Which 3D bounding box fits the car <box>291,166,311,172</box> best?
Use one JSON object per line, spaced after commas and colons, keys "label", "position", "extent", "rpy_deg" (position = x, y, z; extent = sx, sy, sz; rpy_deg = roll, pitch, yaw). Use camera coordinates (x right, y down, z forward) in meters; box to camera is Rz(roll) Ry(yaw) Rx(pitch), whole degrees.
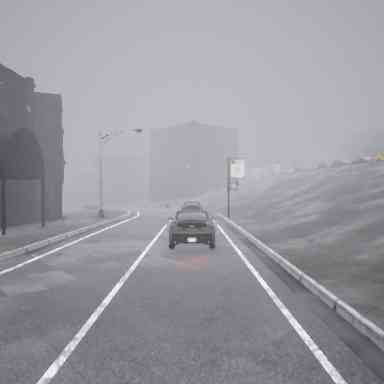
{"label": "car", "position": [21.495, -4.297, 64.364], "extent": [2.185, 1.767, 4.553], "rpy_deg": [0, 1, -1]}

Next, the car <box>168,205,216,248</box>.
{"label": "car", "position": [0.000, 1.512, 14.600], "extent": [1.837, 1.490, 4.892], "rpy_deg": [0, 0, 0]}

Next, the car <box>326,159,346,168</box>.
{"label": "car", "position": [21.861, -3.962, 47.909], "extent": [2.231, 1.521, 4.892], "rpy_deg": [0, 1, -1]}

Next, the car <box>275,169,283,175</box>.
{"label": "car", "position": [21.252, -4.427, 75.530], "extent": [2.185, 1.767, 4.553], "rpy_deg": [0, 1, -1]}

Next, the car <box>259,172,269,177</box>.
{"label": "car", "position": [20.891, -4.469, 92.064], "extent": [2.231, 1.521, 4.892], "rpy_deg": [0, 1, -1]}

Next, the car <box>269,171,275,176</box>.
{"label": "car", "position": [21.132, -4.487, 81.049], "extent": [2.185, 1.767, 4.553], "rpy_deg": [0, 1, -1]}

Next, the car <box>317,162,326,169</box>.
{"label": "car", "position": [21.733, -4.041, 53.427], "extent": [2.231, 1.521, 4.892], "rpy_deg": [0, 1, -1]}

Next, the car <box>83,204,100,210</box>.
{"label": "car", "position": [-20.772, 3.103, 69.623], "extent": [4.718, 1.301, 1.895], "rpy_deg": [-4, -2, 45]}

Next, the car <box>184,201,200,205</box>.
{"label": "car", "position": [-0.014, 1.610, 29.648], "extent": [1.837, 1.490, 4.892], "rpy_deg": [0, -1, -1]}

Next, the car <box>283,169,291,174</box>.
{"label": "car", "position": [21.375, -4.195, 69.857], "extent": [2.002, 1.452, 4.674], "rpy_deg": [0, 1, -1]}

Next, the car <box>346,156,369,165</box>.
{"label": "car", "position": [22.095, -3.826, 42.367], "extent": [2.002, 1.452, 4.674], "rpy_deg": [0, 1, -2]}

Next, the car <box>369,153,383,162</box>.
{"label": "car", "position": [22.447, -3.765, 36.831], "extent": [2.097, 1.535, 5.008], "rpy_deg": [0, 1, -4]}
